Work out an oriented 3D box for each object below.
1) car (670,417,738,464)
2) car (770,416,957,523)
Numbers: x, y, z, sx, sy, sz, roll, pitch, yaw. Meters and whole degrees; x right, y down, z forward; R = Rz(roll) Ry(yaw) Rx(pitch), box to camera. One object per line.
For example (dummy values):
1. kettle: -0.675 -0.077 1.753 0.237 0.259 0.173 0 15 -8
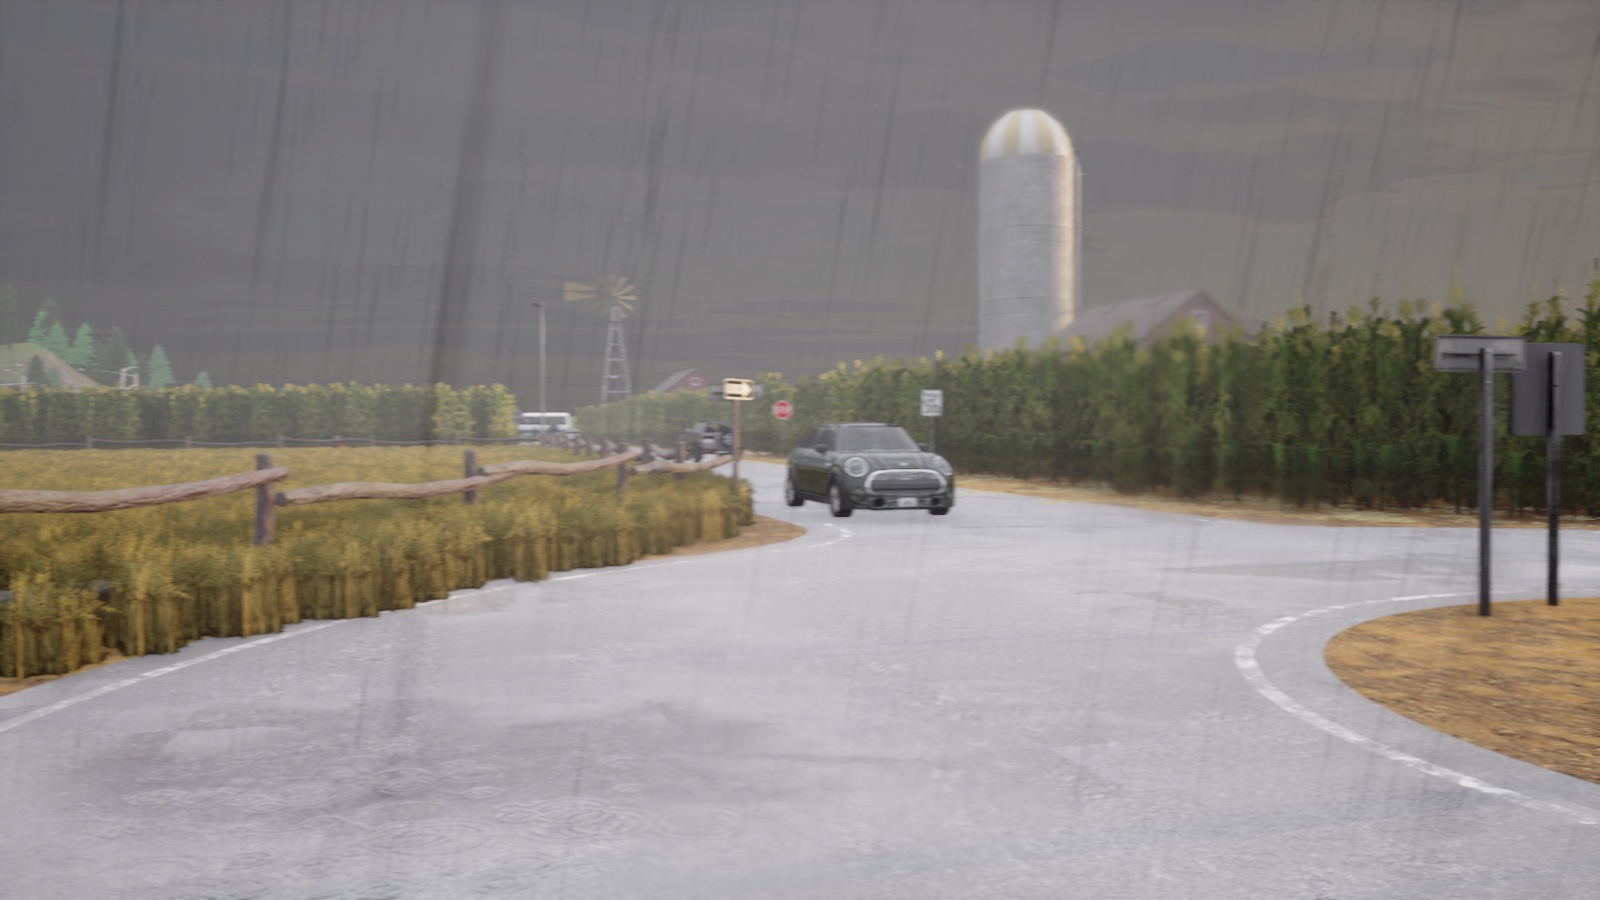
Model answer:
1. car: -4.072 -0.440 52.447 1.932 1.855 4.605 0 2 -16
2. car: 1.040 0.280 23.337 2.097 1.767 4.553 0 1 -16
